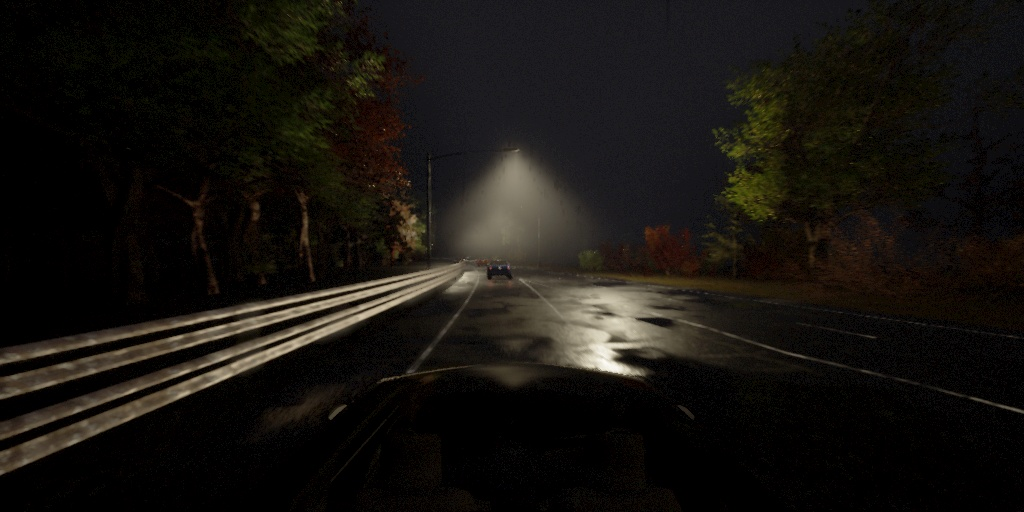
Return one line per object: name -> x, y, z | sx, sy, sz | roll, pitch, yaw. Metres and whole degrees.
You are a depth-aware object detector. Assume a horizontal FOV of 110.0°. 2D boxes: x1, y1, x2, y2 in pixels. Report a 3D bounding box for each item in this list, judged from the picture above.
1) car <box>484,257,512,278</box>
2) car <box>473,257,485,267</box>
car -> -1.248, 1.089, 33.330 | 2.097, 1.767, 4.553 | 0, 0, -5
car -> -5.379, 0.981, 64.913 | 2.097, 1.767, 4.553 | 0, 0, -10
